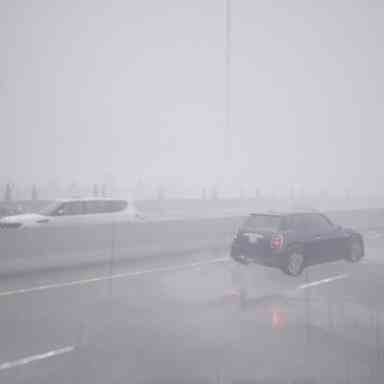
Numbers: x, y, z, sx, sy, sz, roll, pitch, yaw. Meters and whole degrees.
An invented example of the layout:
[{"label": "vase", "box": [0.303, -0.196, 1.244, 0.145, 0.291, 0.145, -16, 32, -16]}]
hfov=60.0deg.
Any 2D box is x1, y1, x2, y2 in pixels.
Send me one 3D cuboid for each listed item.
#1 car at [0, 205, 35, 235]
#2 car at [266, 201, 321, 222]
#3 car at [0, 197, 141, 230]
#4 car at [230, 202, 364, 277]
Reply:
[{"label": "car", "box": [-11.143, 1.506, 17.538, 4.892, 1.490, 1.837, 0, 0, -35]}, {"label": "car", "box": [8.274, 1.528, 27.064, 4.674, 1.442, 1.812, 0, 0, -36]}, {"label": "car", "box": [-4.758, 1.223, 13.494, 5.566, 2.045, 2.150, 0, 0, -35]}, {"label": "car", "box": [3.433, 1.353, 10.493, 4.553, 1.767, 2.097, 0, 0, -35]}]
